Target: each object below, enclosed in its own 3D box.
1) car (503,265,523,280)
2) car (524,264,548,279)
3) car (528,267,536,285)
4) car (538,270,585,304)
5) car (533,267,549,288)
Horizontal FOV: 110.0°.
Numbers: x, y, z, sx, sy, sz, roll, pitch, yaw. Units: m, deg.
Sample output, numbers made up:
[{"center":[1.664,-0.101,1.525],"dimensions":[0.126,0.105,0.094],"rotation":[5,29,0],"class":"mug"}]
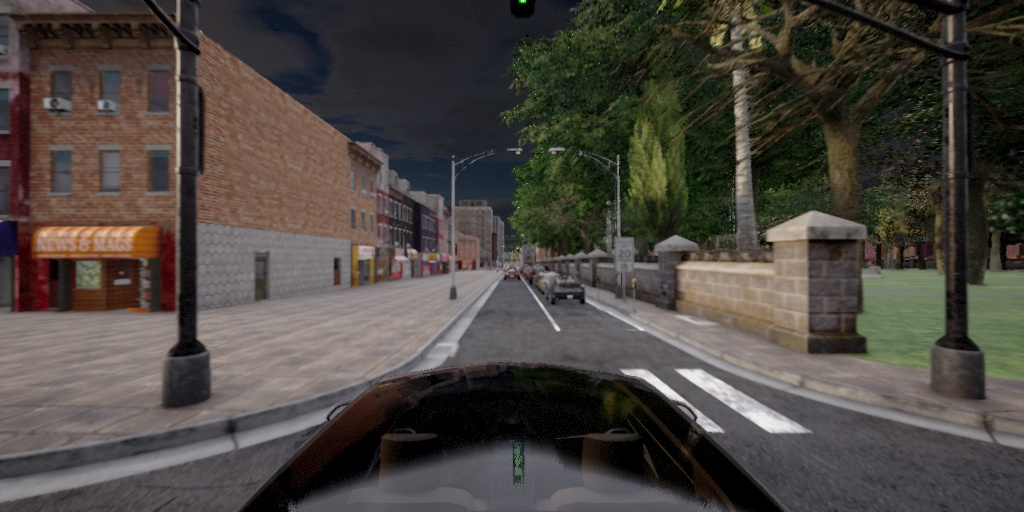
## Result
[{"center":[0.011,2.151,43.022],"dimensions":[1.812,1.442,4.674],"rotation":[0,-1,0],"class":"car"},{"center":[2.647,1.752,34.800],"dimensions":[2.192,1.841,5.009],"rotation":[0,0,0],"class":"car"},{"center":[2.645,1.871,29.353],"dimensions":[2.007,1.370,4.403],"rotation":[0,0,0],"class":"car"},{"center":[2.642,1.647,18.455],"dimensions":[2.007,1.370,4.403],"rotation":[0,0,0],"class":"car"},{"center":[2.643,1.732,24.073],"dimensions":[1.751,1.417,4.829],"rotation":[0,0,0],"class":"car"}]
